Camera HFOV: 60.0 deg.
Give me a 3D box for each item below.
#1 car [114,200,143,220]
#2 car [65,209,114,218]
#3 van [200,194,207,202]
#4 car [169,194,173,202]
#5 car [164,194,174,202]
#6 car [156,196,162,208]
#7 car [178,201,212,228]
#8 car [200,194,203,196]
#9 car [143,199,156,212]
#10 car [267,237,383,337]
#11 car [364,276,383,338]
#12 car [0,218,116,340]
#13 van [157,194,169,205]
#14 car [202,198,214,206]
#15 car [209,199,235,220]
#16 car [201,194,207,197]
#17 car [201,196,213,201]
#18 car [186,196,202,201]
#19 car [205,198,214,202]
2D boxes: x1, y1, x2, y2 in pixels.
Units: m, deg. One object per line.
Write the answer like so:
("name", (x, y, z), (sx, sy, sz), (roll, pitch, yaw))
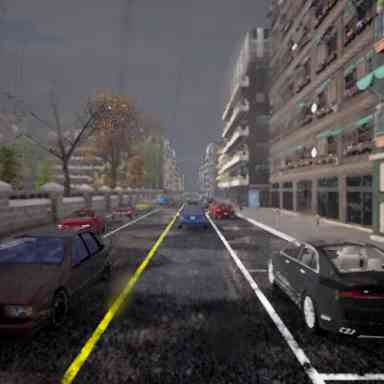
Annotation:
("car", (-5.696, 1.618, 28.734), (1.802, 1.307, 4.206), (0, 0, 0))
("car", (-5.696, 1.603, 17.663), (1.802, 1.307, 4.206), (0, 0, 0))
("van", (2.679, 1.461, 78.552), (1.690, 1.788, 3.998), (0, 0, 0))
("car", (-5.701, 1.414, 67.480), (2.192, 1.841, 5.009), (0, 0, 0))
("car", (-5.702, 1.445, 84.086), (2.192, 1.841, 5.009), (0, 0, 0))
("car", (-5.698, 1.612, 45.339), (2.008, 1.369, 4.403), (0, 0, 0))
("car", (0.061, 1.575, 22.243), (2.033, 1.411, 5.357), (0, 0, 0))
("car", (2.681, 1.675, 73.016), (1.947, 1.339, 4.313), (0, 0, 0))
("car", (-5.697, 1.578, 39.634), (1.752, 1.417, 4.829), (0, 0, 0))
("car", (2.685, 1.559, 6.594), (2.008, 1.369, 4.403), (0, 0, 0))
("car", (2.686, 1.546, 1.059), (1.887, 1.381, 4.507), (0, 0, 0))
("car", (-3.035, 1.556, 7.123), (2.033, 1.411, 5.357), (0, 0, 1))
("van", (-5.700, 1.431, 61.944), (1.690, 1.788, 3.998), (0, 0, 0))
("car", (2.682, 1.646, 56.411), (1.947, 1.339, 4.313), (0, 0, 0))
("car", (2.684, 1.581, 28.735), (1.887, 1.381, 4.507), (0, 0, 0))
("car", (2.681, 1.511, 50.875), (1.967, 1.590, 4.097), (0, 0, 0))
("car", (2.683, 1.627, 45.341), (1.947, 1.339, 4.313), (0, 0, 0))
("car", (0.093, 1.626, 45.944), (1.994, 1.385, 4.181), (0, 0, 0))
("car", (2.683, 1.589, 34.270), (1.887, 1.381, 4.507), (0, 0, 0))
